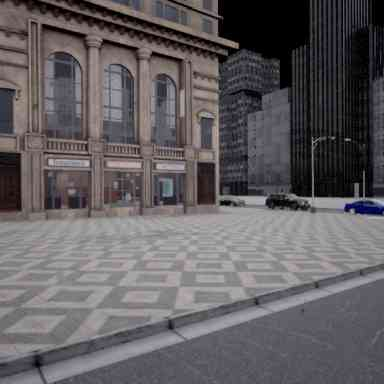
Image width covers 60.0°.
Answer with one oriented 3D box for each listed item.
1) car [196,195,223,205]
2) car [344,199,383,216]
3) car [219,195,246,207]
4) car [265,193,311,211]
[{"bbox_3d":[2.921,1.313,56.698,1.882,1.535,5.008,-1,1,-34],"label":"car"},{"bbox_3d":[16.698,1.426,30.714,1.882,1.535,5.008,-1,1,-35],"label":"car"},{"bbox_3d":[5.557,1.244,47.216,2.097,1.767,4.553,-1,0,-34],"label":"car"},{"bbox_3d":[11.114,1.142,38.973,2.150,2.045,5.566,-1,0,-34],"label":"car"}]
